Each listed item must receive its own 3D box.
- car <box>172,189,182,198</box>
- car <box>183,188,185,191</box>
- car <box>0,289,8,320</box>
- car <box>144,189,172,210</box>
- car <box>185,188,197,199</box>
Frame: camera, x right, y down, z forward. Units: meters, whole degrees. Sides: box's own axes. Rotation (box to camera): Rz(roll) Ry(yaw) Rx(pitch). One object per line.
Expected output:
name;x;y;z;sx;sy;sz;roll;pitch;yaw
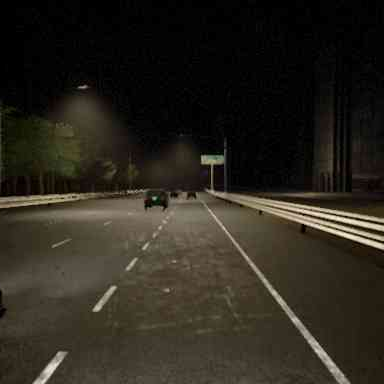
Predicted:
car;-3.717;0.490;70.179;1.812;1.442;4.674;0;1;0
car;-3.735;0.019;88.036;2.097;1.767;4.553;0;1;0
car;-3.502;1.563;2.513;1.895;1.301;4.718;0;1;0
car;-3.558;0.734;34.154;2.150;2.045;5.566;0;1;0
car;-0.096;0.561;64.187;1.837;1.490;4.892;0;0;0
